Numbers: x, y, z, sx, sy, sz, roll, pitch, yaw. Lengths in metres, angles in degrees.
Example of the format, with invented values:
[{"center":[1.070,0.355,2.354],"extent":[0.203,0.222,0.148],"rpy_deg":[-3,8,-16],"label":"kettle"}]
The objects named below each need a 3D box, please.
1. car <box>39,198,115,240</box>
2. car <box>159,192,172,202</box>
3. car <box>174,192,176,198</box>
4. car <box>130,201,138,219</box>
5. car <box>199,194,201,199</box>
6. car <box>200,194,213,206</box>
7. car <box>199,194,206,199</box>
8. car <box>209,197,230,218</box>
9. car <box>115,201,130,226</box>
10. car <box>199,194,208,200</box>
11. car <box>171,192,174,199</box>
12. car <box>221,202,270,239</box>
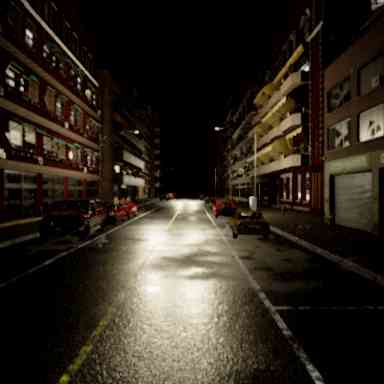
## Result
[{"center":[-5.681,1.235,16.607],"extent":[2.192,1.841,5.009],"rpy_deg":[0,0,0],"label":"car"},{"center":[-5.660,1.224,67.332],"extent":[2.008,1.369,4.403],"rpy_deg":[0,0,0],"label":"car"},{"center":[-5.653,1.134,84.242],"extent":[1.887,1.381,4.507],"rpy_deg":[0,0,0],"label":"car"},{"center":[-5.677,1.411,27.881],"extent":[1.887,1.381,4.507],"rpy_deg":[0,0,0],"label":"car"},{"center":[2.724,1.170,73.131],"extent":[1.752,1.417,4.829],"rpy_deg":[0,0,0],"label":"car"},{"center":[2.713,1.307,50.417],"extent":[2.008,1.369,4.403],"rpy_deg":[0,0,0],"label":"car"},{"center":[2.730,1.143,89.870],"extent":[1.802,1.307,4.206],"rpy_deg":[0,0,0],"label":"car"},{"center":[2.703,1.411,27.872],"extent":[1.887,1.381,4.507],"rpy_deg":[0,0,0],"label":"car"},{"center":[-5.680,1.333,22.243],"extent":[1.967,1.590,4.097],"rpy_deg":[0,0,0],"label":"car"},{"center":[2.725,1.183,78.598],"extent":[1.947,1.339,4.313],"rpy_deg":[0,0,0],"label":"car"},{"center":[-5.658,1.196,72.969],"extent":[2.008,1.369,4.403],"rpy_deg":[0,0,0],"label":"car"},{"center":[2.698,1.445,16.770],"extent":[1.752,1.417,4.829],"rpy_deg":[0,0,0],"label":"car"}]
